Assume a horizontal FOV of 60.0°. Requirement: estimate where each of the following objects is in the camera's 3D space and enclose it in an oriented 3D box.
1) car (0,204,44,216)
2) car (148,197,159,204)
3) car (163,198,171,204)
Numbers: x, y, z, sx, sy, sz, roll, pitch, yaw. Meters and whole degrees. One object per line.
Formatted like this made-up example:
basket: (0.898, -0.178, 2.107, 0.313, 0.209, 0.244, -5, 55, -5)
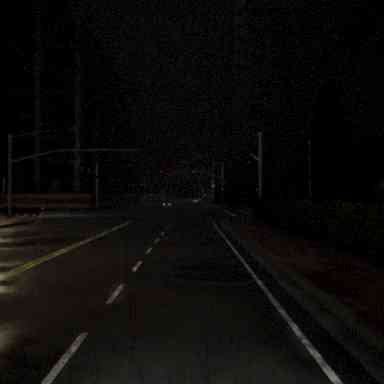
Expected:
car: (-19.442, 1.964, 37.731, 4.718, 1.301, 1.895, 0, -1, 1)
car: (-10.519, 2.539, 94.096, 2.033, 1.411, 5.357, 0, -1, 0)
car: (-7.019, 2.500, 94.098, 1.837, 1.490, 4.892, 0, -1, 0)
